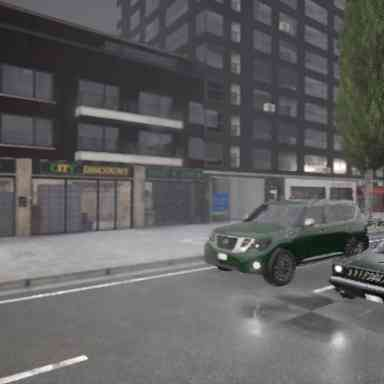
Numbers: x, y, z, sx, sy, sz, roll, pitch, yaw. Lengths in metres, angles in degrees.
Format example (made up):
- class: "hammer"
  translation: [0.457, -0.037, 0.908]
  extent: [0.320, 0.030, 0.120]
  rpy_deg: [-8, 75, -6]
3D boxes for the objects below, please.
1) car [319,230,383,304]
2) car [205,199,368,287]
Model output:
- class: "car"
  translation: [5.094, 1.627, 7.319]
  extent: [4.718, 1.301, 1.895]
  rpy_deg: [0, 0, -35]
- class: "car"
  translation: [3.003, 1.246, 9.819]
  extent: [5.566, 2.045, 2.150]
  rpy_deg: [0, 0, -35]
